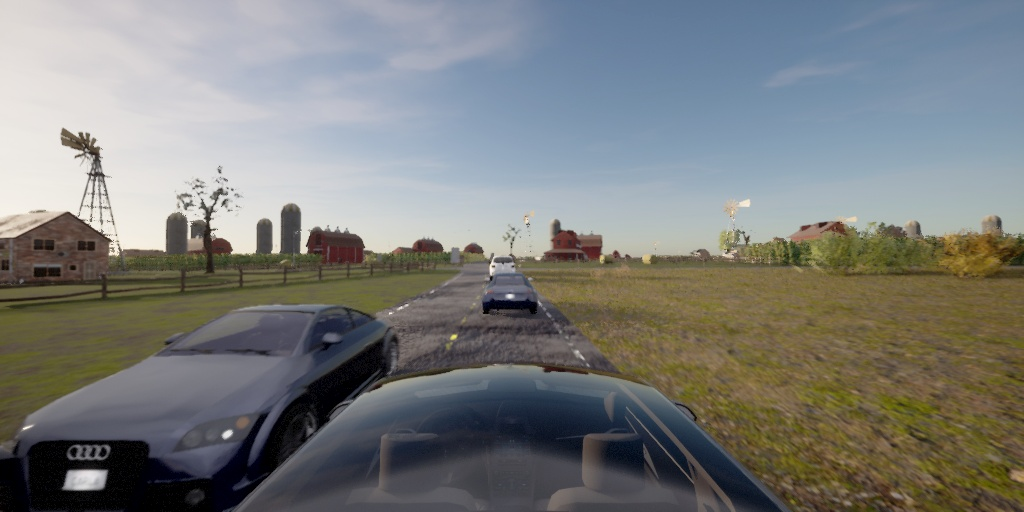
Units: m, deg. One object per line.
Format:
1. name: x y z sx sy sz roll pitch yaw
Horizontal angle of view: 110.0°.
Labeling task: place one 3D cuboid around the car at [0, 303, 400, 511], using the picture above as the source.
1. car: -2.879 1.314 4.404 1.994 1.385 4.181 0 0 0

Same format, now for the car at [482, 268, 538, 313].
1. car: -0.116 1.329 14.095 1.994 1.385 4.181 0 0 -1

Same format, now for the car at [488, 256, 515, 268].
1. car: -0.884 1.027 31.711 2.150 2.045 5.566 0 0 -3
